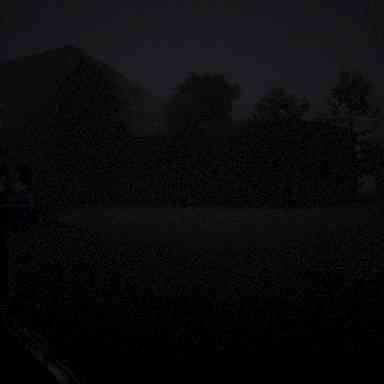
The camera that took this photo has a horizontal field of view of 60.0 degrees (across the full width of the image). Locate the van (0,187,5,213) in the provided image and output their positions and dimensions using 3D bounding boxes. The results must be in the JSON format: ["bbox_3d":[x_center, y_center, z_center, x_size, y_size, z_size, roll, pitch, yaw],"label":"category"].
[{"bbox_3d":[-16.429,0.569,24.384,1.878,1.987,4.442,3,1,27],"label":"van"}]

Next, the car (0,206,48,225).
[{"bbox_3d":[-10.224,1.096,17.948,2.097,1.535,5.008,2,1,27],"label":"car"}]
